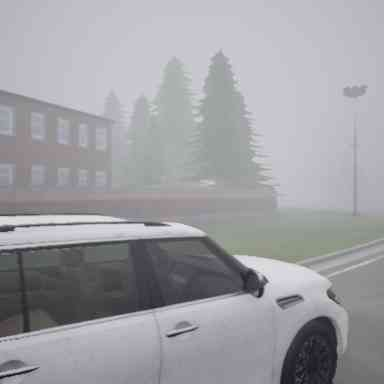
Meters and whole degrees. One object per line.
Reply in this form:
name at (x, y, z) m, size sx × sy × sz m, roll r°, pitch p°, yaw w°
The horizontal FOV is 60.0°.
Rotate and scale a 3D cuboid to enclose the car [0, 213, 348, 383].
car at (-0.770, 1.238, 3.253) m, size 5.566 × 2.045 × 2.150 m, roll 1°, pitch -1°, yaw -36°
